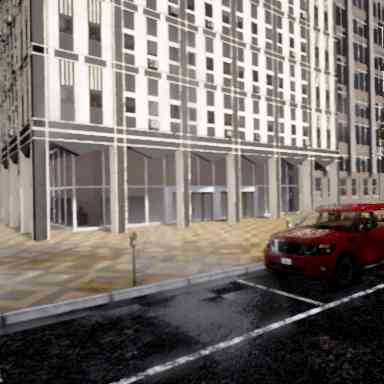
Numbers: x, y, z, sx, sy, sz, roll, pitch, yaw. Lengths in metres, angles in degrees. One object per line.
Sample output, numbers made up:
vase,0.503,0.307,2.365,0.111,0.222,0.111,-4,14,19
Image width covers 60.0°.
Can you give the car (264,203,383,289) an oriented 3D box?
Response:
car,4.266,1.281,9.316,5.009,1.841,2.192,-1,0,-36
